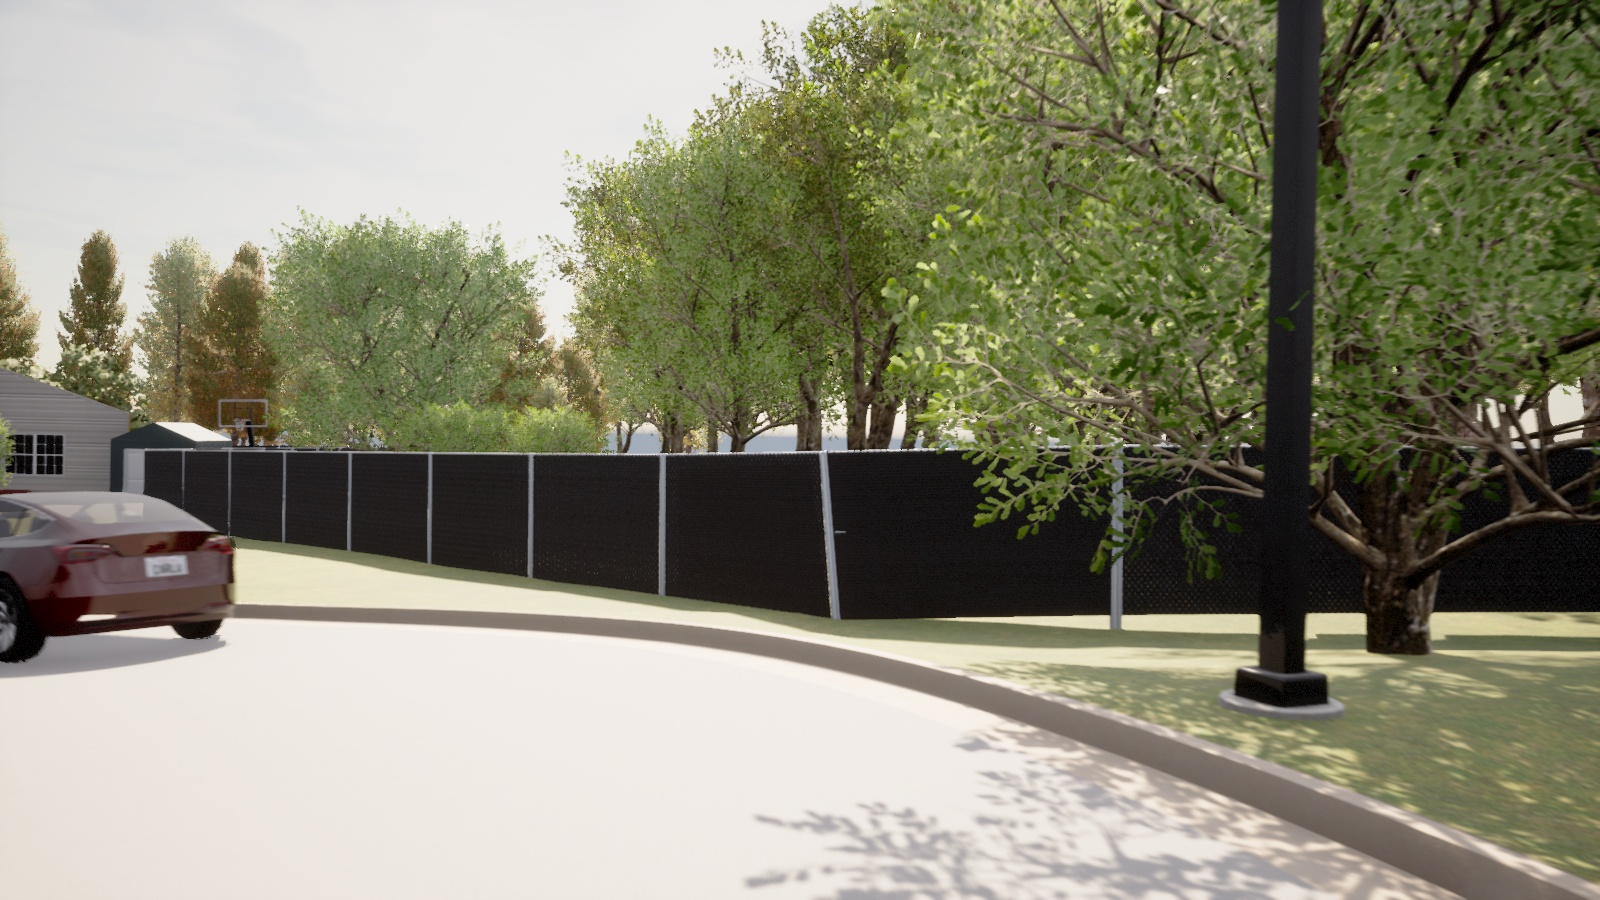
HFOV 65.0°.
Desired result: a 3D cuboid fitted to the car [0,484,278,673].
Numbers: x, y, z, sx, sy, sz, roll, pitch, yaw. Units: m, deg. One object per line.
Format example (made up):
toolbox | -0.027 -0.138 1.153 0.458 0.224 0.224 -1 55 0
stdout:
car | -7.600 1.152 12.372 4.792 1.488 2.163 -2 -2 33
